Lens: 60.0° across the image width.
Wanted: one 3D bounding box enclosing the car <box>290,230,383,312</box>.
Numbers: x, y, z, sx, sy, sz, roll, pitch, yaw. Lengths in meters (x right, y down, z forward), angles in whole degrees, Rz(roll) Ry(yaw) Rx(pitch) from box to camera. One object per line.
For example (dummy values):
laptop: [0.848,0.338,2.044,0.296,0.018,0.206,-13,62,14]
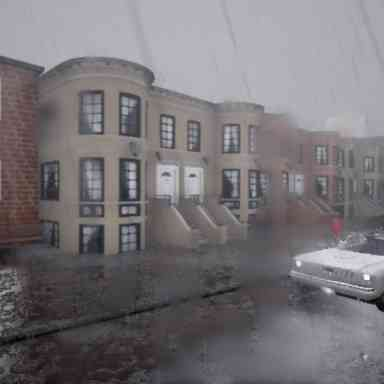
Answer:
car: [4.445,1.609,7.776,4.718,1.301,1.895,0,0,-35]
